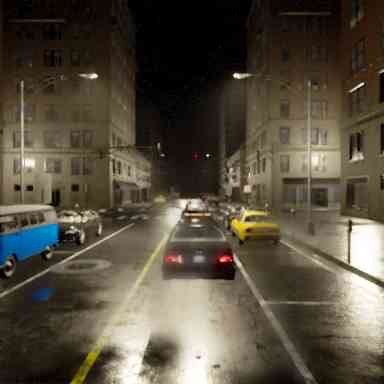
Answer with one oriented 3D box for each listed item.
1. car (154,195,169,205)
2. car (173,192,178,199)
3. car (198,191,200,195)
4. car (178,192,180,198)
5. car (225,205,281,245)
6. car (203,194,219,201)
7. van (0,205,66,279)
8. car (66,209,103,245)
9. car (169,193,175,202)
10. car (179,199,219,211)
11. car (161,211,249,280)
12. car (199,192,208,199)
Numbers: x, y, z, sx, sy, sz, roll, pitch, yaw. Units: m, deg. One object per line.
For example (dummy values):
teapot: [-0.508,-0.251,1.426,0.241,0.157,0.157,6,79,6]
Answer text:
car: [-5.054,1.301,52.777,1.752,1.417,4.829,0,0,0]
car: [-4.908,1.225,75.672,2.008,1.369,4.403,0,0,0]
car: [3.153,0.966,81.305,2.192,1.841,5.009,0,0,0]
car: [-4.836,1.064,87.033,1.967,1.590,4.097,0,0,0]
car: [2.739,1.462,15.105,1.752,1.417,4.829,0,0,0]
car: [2.936,1.352,47.216,2.008,1.369,4.403,0,0,0]
van: [-5.332,1.299,9.578,1.690,1.788,3.998,0,0,0]
car: [-5.296,1.485,14.985,2.008,1.369,4.403,0,0,0]
car: [-4.981,1.291,64.309,1.947,1.339,4.313,0,0,0]
car: [0.238,1.406,20.245,2.128,1.511,4.902,0,0,-1]
car: [0.161,1.505,9.799,2.033,1.411,5.357,0,0,0]
car: [3.080,1.142,69.942,1.967,1.590,4.097,0,0,0]
